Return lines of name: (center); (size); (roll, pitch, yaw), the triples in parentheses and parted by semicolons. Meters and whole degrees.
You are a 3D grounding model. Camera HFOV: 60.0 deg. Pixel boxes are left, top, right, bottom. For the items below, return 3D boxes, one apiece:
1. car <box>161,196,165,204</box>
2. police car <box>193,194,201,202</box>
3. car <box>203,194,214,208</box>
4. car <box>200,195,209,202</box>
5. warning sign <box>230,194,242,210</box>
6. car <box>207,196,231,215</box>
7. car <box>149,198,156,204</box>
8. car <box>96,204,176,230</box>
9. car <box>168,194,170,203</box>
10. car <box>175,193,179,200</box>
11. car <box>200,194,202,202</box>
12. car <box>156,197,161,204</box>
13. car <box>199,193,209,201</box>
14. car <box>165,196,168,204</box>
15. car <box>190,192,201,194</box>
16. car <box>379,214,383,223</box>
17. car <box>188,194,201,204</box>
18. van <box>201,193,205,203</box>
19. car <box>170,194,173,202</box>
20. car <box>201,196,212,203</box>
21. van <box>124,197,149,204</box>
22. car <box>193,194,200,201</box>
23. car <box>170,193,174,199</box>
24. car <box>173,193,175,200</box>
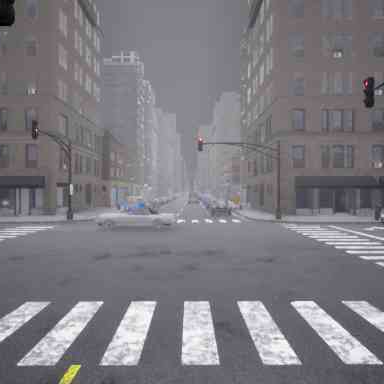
car: (-5.639, 1.585, 50.385); (1.802, 1.307, 4.206); (0, 0, 0)
police car: (1.144, 1.421, 79.442); (1.930, 1.638, 5.238); (0, 0, -1)
car: (2.861, 1.443, 44.682); (1.967, 1.590, 4.097); (0, 0, 0)
car: (3.012, 1.436, 78.698); (1.967, 1.590, 4.097); (0, 0, 0)
warning sign: (5.239, 1.118, 39.328); (1.300, 1.860, 1.060); (0, 0, 0)
car: (2.811, 1.442, 33.344); (1.967, 1.590, 4.097); (0, 0, 0)
car: (-5.690, 1.442, 39.048); (1.967, 1.590, 4.097); (0, 0, 0)
car: (-3.403, 1.601, 20.586); (4.718, 1.301, 1.895); (0, 0, 0)
car: (-5.590, 1.527, 61.551); (1.752, 1.417, 4.829); (0, 0, 0)
car: (-5.464, 1.306, 90.062); (2.192, 1.841, 5.009); (0, 0, 0)
car: (2.937, 1.526, 61.860); (1.752, 1.417, 4.829); (0, 0, 0)
car: (-5.664, 1.568, 44.716); (1.947, 1.339, 4.313); (0, 0, 0)
car: (3.036, 1.308, 84.367); (2.192, 1.841, 5.009); (0, 0, 0)
car: (-5.615, 1.568, 56.053); (1.947, 1.339, 4.313); (0, 0, 0)
car: (0.319, 1.038, 72.949); (2.150, 2.045, 5.566); (0, 0, 0)
car: (14.400, 1.616, 20.680); (4.718, 1.301, 1.895); (0, 0, 0)
car: (0.275, 1.565, 62.915); (1.994, 1.385, 4.181); (0, 0, 0)
van: (2.911, 1.343, 56.021); (1.690, 1.788, 3.998); (0, 0, 0)
car: (-5.564, 1.566, 67.389); (1.947, 1.339, 4.313); (0, 0, 0)
car: (2.962, 1.551, 67.359); (2.008, 1.369, 4.403); (0, 0, 0)
van: (-5.715, 1.343, 33.380); (1.690, 1.788, 3.998); (0, 0, 0)
car: (1.179, 1.447, 89.537); (1.801, 1.575, 5.366); (0, 0, 0)
car: (-5.539, 1.543, 73.057); (1.887, 1.381, 4.507); (0, 0, 0)
car: (-5.515, 1.521, 78.556); (1.752, 1.417, 4.829); (0, 0, 0)
